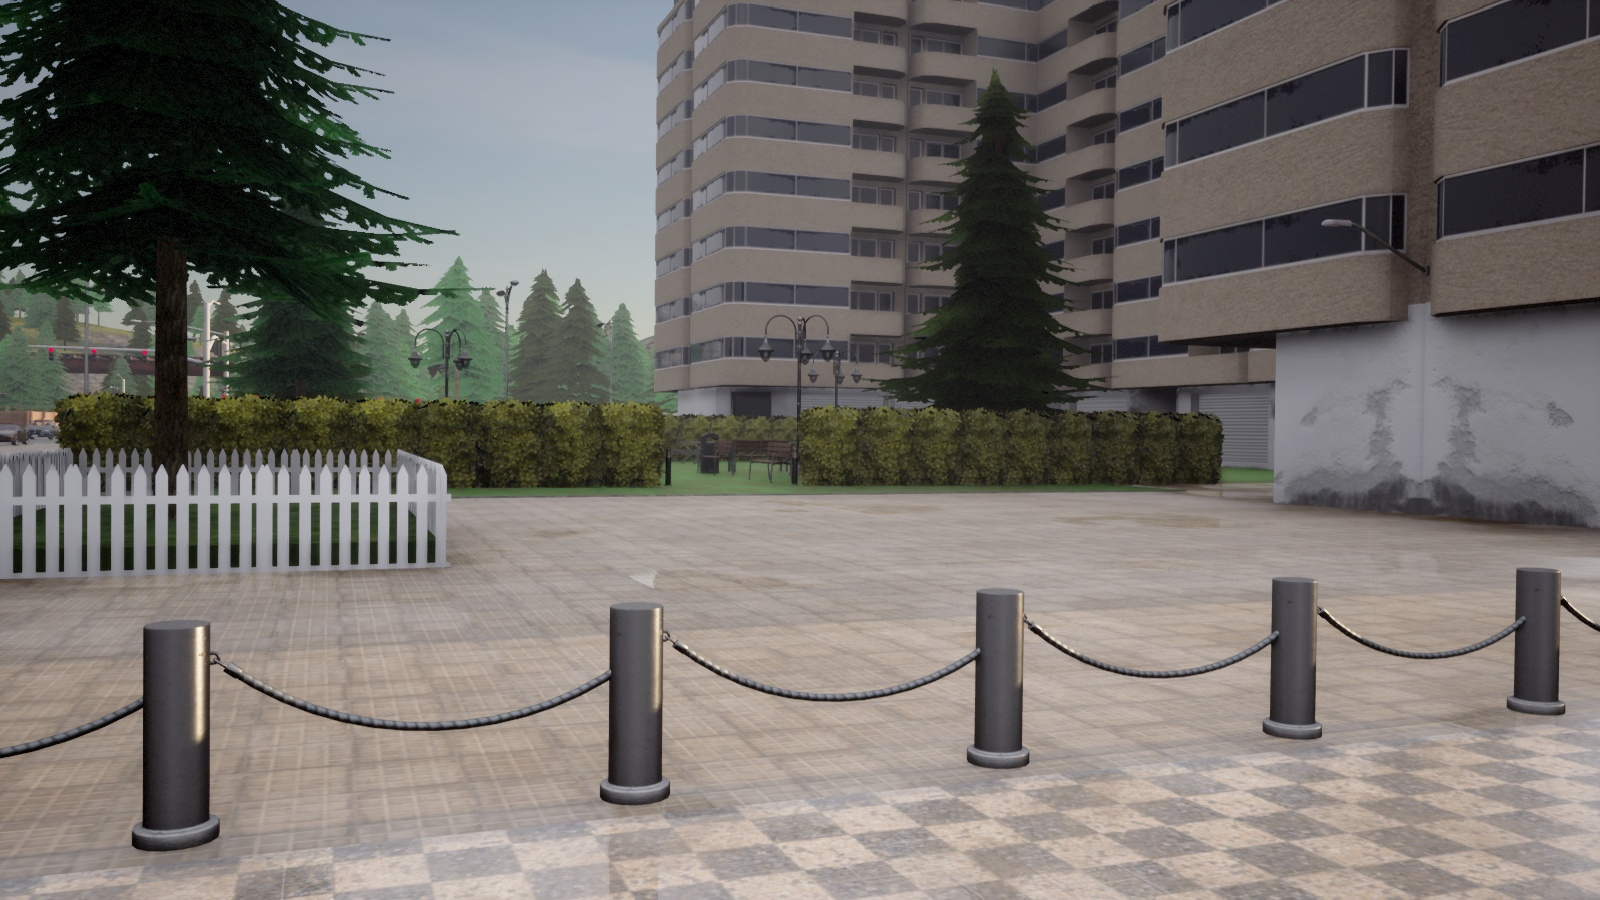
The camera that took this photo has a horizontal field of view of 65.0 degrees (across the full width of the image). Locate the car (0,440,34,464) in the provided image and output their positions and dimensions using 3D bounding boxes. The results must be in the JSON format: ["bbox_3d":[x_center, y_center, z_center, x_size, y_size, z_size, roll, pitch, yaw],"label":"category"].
[{"bbox_3d":[-50.142,0.095,79.294,2.033,1.411,5.357,-1,1,-21],"label":"car"}]
